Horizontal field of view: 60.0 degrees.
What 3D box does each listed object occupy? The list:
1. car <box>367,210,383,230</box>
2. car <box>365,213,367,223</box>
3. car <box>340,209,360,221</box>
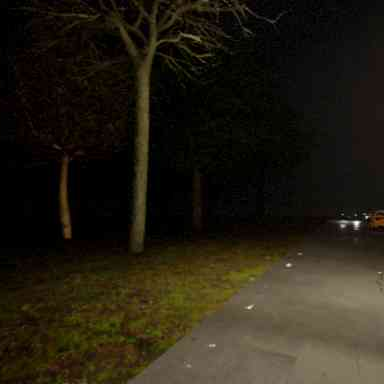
[{"bbox_3d":[15.284,2.228,26.484,1.882,1.535,5.008,1,-1,26],"label":"car"},{"bbox_3d":[19.999,2.679,36.369,2.033,1.411,5.357,1,-2,27],"label":"car"},{"bbox_3d":[19.548,2.784,41.067,1.812,1.442,4.674,1,-2,29],"label":"car"}]
